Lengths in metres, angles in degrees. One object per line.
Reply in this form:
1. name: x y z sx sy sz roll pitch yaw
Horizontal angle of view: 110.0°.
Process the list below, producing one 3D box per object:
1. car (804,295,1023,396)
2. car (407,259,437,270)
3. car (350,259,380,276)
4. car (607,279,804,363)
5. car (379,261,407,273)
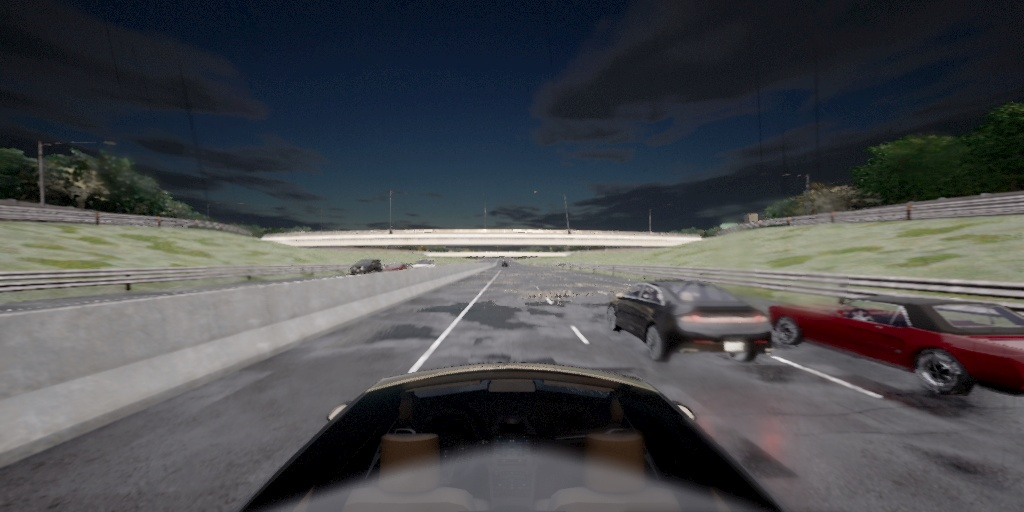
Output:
1. car: 7.099 1.376 6.587 1.895 1.301 4.718 0 0 0
2. car: -10.725 1.372 44.093 2.150 2.045 5.566 0 -1 0
3. car: -17.722 1.375 44.011 2.150 2.045 5.566 0 -1 0
4. car: 3.597 1.278 8.238 2.128 1.511 4.902 0 0 0
5. car: -14.219 1.633 44.270 1.882 1.535 5.008 0 -1 0
